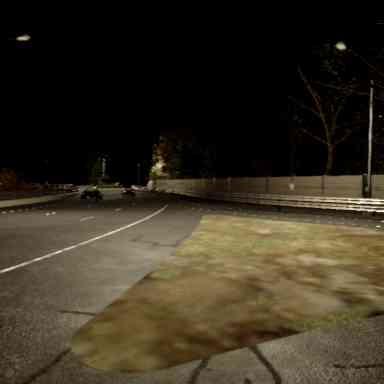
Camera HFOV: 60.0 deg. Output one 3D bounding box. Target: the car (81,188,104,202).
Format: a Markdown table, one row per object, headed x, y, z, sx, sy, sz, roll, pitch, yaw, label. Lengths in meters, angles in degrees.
| x | y | z | sx | sy | sz | roll | pitch | yaw | label |
| --- | --- | --- | --- | --- | --- | --- | --- | --- | --- |
| -11.508 | 0.329 | 38.656 | 2.128 | 1.511 | 4.902 | 1 | 1 | -5 | car |

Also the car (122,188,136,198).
| x | y | z | sx | sy | sz | roll | pitch | yaw | label |
| --- | --- | --- | --- | --- | --- | --- | --- | --- | --- |
| -9.315 | 0.104 | 49.179 | 2.128 | 1.511 | 4.902 | 1 | 1 | -10 | car |
